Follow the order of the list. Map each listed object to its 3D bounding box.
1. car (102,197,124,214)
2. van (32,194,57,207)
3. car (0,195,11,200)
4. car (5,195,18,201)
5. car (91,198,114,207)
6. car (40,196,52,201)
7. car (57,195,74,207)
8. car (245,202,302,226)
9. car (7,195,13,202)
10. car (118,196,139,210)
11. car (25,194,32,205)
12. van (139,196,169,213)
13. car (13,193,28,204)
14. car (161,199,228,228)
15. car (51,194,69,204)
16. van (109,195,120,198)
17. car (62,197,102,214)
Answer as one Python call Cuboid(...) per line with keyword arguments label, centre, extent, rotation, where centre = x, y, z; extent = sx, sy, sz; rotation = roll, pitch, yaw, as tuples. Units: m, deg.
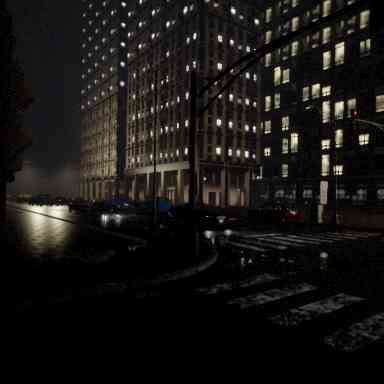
Cuboid(label="car", centre=(-9.234, 1.527, 34.970), extent=(1.895, 1.301, 4.718), rotation=(1, -1, -35))
Cuboid(label="van", centre=(-20.739, 1.197, 46.692), extent=(1.690, 1.788, 3.998), rotation=(1, -1, -35))
Cuboid(label="car", centre=(-46.821, 1.365, 83.389), extent=(1.752, 1.417, 4.829), rotation=(1, -1, -35))
Cuboid(label="car", centre=(-40.373, 1.378, 74.317), extent=(2.008, 1.369, 4.403), rotation=(1, -1, -35))
Cuboid(label="car", centre=(-13.913, 1.586, 51.543), extent=(1.947, 1.339, 4.313), rotation=(1, -1, -35))
Cuboid(label="car", centre=(-36.816, 1.570, 83.774), extent=(1.802, 1.307, 4.206), rotation=(1, -1, -35))
Cuboid(label="car", centre=(-19.596, 1.441, 49.720), extent=(1.837, 1.490, 4.892), rotation=(1, -1, -35))
Cuboid(label="car", centre=(5.721, 1.505, 23.917), extent=(1.967, 1.590, 4.097), rotation=(1, -1, -35))
Cuboid(label="car", centre=(-37.102, 1.397, 69.712), extent=(1.947, 1.339, 4.313), rotation=(1, -1, -35))
Cuboid(label="car", centre=(-7.368, 1.584, 42.334), extent=(2.008, 1.369, 4.403), rotation=(1, -1, -35))
Cuboid(label="car", centre=(-24.015, 1.432, 51.294), extent=(1.802, 1.307, 4.206), rotation=(1, -1, -35))
Cuboid(label="van", centre=(-4.093, 1.382, 37.732), extent=(1.690, 1.788, 3.998), rotation=(1, -1, -35))
Cuboid(label="car", centre=(-30.554, 1.155, 60.506), extent=(2.192, 1.841, 5.009), rotation=(1, -1, -35))
Cuboid(label="car", centre=(0.302, 1.440, 21.547), extent=(2.128, 1.511, 4.902), rotation=(1, -1, -35))
Cuboid(label="car", centre=(-24.925, 1.307, 62.575), extent=(2.097, 1.767, 4.553), rotation=(1, -1, -35))
Cuboid(label="van", centre=(-10.636, 1.368, 46.941), extent=(1.690, 1.788, 3.998), rotation=(1, -1, -35))
Cuboid(label="car", centre=(-10.927, 1.427, 32.876), extent=(2.008, 1.369, 4.403), rotation=(1, -1, -35))
